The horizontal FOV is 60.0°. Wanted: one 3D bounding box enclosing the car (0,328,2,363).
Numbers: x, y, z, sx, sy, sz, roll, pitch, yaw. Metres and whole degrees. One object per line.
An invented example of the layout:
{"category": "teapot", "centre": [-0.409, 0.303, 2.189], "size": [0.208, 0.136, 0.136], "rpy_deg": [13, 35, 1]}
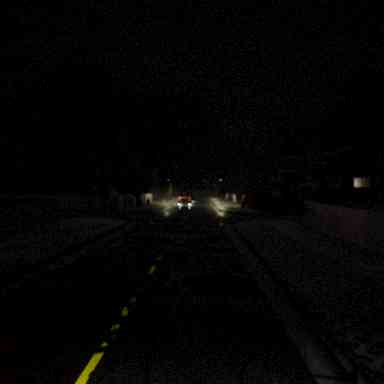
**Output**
{"category": "car", "centre": [-2.606, 1.478, 1.187], "size": [1.837, 1.490, 4.892], "rpy_deg": [0, 0, -3]}

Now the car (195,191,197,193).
{"category": "car", "centre": [-0.572, 0.789, 70.777], "size": [2.150, 2.045, 5.566], "rpy_deg": [0, 0, 2]}

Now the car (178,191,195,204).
{"category": "car", "centre": [-1.109, 1.005, 55.366], "size": [2.097, 1.767, 4.553], "rpy_deg": [0, 0, 2]}
